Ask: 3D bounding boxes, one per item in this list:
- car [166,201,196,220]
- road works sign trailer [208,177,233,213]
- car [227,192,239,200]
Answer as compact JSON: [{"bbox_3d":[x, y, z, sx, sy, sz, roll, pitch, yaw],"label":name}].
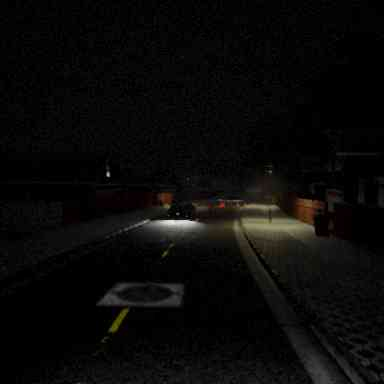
[{"bbox_3d":[-0.802,1.440,26.919,1.994,1.385,4.181,0,0,8],"label":"car"},{"bbox_3d":[2.977,0.308,33.565,2.380,3.560,2.880,1,1,13],"label":"road works sign trailer"},{"bbox_3d":[8.324,0.816,67.175,1.837,1.490,4.892,1,1,15],"label":"car"}]
